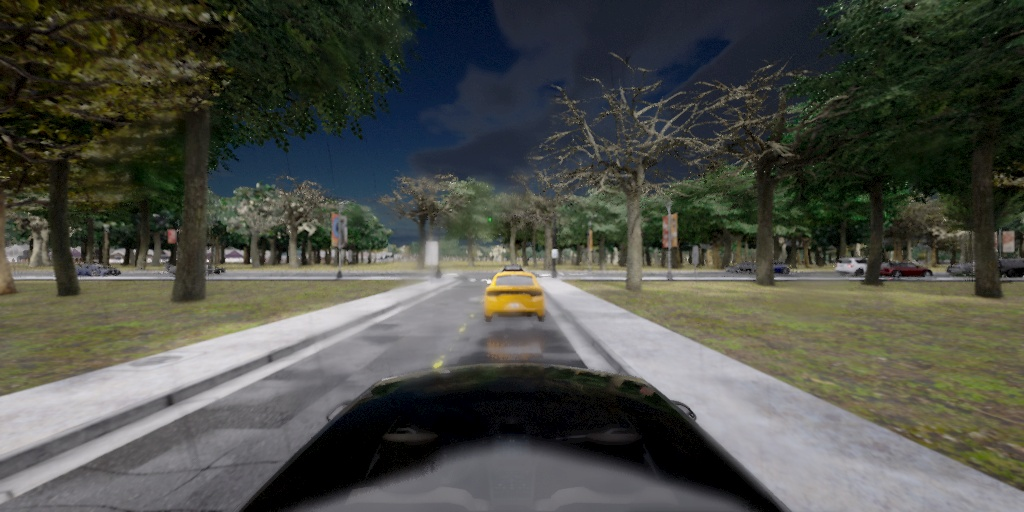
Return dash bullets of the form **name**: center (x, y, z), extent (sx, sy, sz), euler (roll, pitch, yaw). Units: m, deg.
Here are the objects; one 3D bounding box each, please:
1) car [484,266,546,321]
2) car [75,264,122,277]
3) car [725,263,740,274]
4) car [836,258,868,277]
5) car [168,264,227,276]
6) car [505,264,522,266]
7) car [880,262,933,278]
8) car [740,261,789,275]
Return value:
- **car**: center (0.089, 1.296, 12.818), extent (1.882, 1.535, 5.008), euler (0, 0, 0)
- **car**: center (-43.714, 1.518, 37.516), extent (4.181, 1.385, 1.994), euler (0, 0, 0)
- **car**: center (30.994, 1.580, 47.545), extent (4.902, 1.511, 2.128), euler (0, 0, 0)
- **car**: center (40.326, 1.289, 40.944), extent (5.566, 2.045, 2.150), euler (0, 0, 0)
- **car**: center (-35.710, 1.521, 40.749), extent (5.357, 1.411, 2.033), euler (0, 0, 0)
- **car**: center (0.104, 1.413, 28.512), extent (2.128, 1.511, 4.902), euler (0, 0, 1)
- **car**: center (41.099, 1.409, 37.684), extent (4.553, 1.767, 2.097), euler (0, 0, 0)
- **car**: center (31.400, 1.423, 44.298), extent (4.553, 1.767, 2.097), euler (0, 0, 0)
